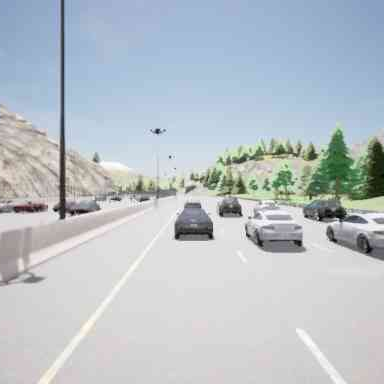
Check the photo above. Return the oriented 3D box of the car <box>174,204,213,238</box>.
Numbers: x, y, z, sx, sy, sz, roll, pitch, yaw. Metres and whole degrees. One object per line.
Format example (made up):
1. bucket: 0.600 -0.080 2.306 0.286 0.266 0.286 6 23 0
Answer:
1. car: 0.095 1.574 17.931 1.994 1.385 4.181 0 0 0

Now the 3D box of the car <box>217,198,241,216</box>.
1. car: 3.589 1.369 32.592 2.097 1.767 4.553 0 0 0

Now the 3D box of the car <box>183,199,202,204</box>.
1. car: 0.090 1.511 35.560 2.128 1.511 4.902 0 0 0

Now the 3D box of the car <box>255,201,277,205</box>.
1. car: 7.091 1.542 31.483 1.812 1.442 4.674 0 0 0

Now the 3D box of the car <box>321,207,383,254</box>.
1. car: 7.095 1.532 13.367 1.812 1.442 4.674 0 0 0

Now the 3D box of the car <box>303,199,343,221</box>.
1. car: 10.592 1.365 27.004 2.097 1.767 4.553 0 0 0

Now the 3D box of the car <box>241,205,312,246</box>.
1. car: 3.596 1.533 15.110 1.812 1.442 4.674 0 0 0
